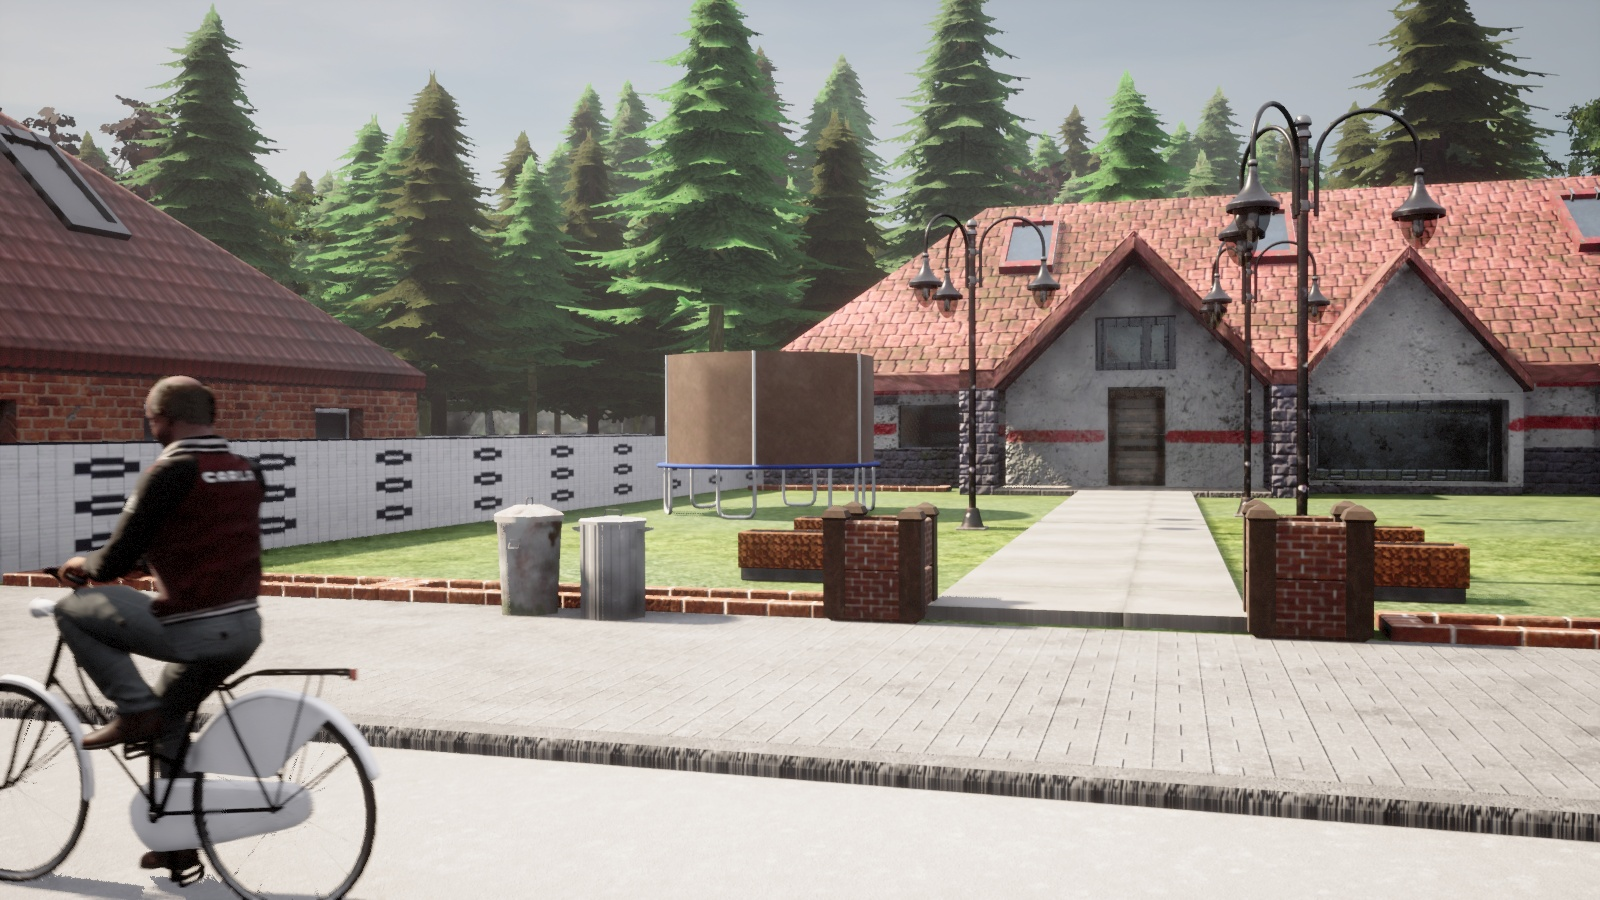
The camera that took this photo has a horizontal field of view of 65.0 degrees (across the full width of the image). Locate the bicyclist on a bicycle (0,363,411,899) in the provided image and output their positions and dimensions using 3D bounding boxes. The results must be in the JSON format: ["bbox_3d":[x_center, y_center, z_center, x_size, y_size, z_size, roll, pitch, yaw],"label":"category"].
[{"bbox_3d":[-2.305,0.621,4.225,1.843,1.776,0.659,1,1,16],"label":"bicyclist on a bicycle"}]
